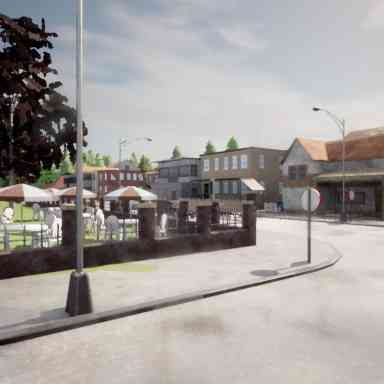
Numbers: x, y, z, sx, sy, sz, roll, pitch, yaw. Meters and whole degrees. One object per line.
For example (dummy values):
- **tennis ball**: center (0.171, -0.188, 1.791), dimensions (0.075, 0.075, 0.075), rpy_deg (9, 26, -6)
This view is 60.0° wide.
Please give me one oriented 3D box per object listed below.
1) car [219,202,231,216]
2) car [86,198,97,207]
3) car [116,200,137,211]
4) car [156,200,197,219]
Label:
- **car**: center (1.882, 1.564, 32.131), dimensions (1.994, 1.385, 4.181), rpy_deg (0, 0, -35)
- **car**: center (-15.726, 1.478, 49.804), dimensions (1.882, 1.535, 5.008), rpy_deg (0, 0, -35)
- **car**: center (-7.237, 1.526, 37.758), dimensions (1.812, 1.442, 4.674), rpy_deg (0, 0, -35)
- **car**: center (-1.447, 1.505, 29.621), dimensions (1.837, 1.490, 4.892), rpy_deg (0, 0, -35)
